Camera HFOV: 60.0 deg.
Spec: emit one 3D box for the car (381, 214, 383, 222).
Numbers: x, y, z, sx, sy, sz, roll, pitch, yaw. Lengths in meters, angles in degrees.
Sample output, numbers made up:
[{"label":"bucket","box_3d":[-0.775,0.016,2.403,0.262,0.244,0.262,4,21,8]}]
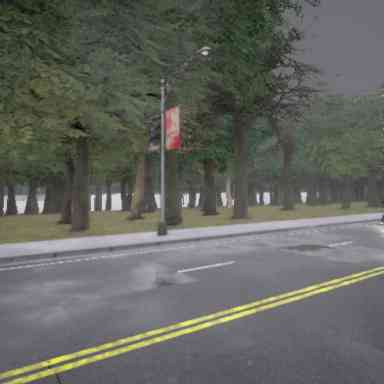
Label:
[{"label":"car","box_3d":[14.801,1.447,22.264,5.357,1.411,2.033,0,0,-36]}]
